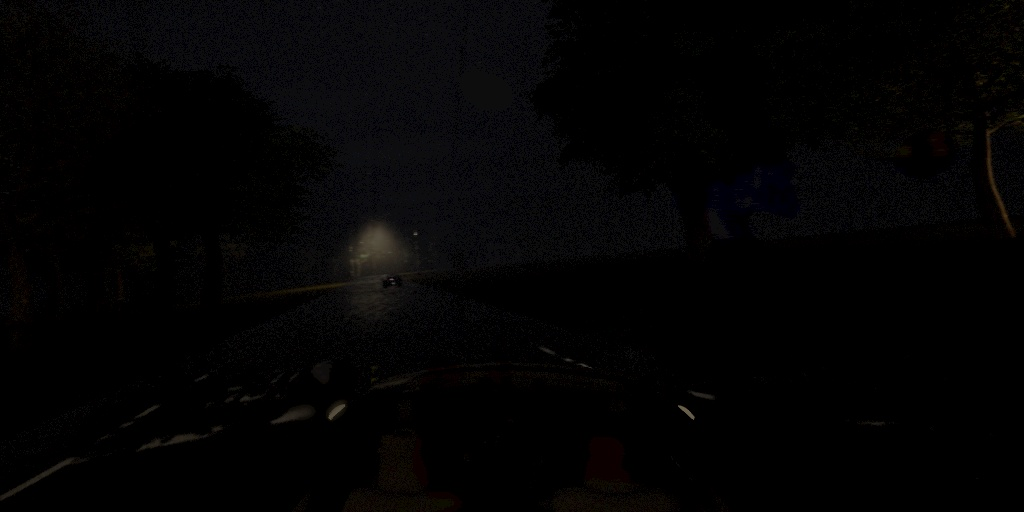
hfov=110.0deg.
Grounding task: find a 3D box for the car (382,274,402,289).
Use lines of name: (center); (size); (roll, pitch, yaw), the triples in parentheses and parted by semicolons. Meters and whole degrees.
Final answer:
car: (-13.526, 2.798, 40.546); (2.128, 1.511, 4.902); (-4, -1, -21)
